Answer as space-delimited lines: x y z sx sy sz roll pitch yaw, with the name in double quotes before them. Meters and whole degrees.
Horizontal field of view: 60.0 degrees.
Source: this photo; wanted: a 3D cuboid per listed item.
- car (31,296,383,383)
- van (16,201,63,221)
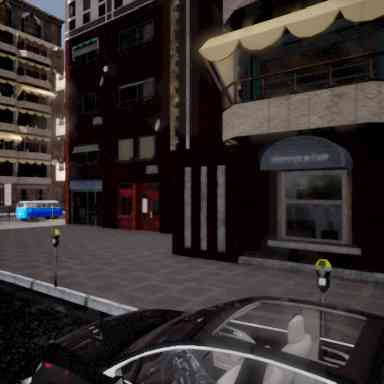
"car" 0.504 1.551 2.515 4.403 1.369 2.008 0 0 36
"van" -13.751 1.703 30.187 1.690 1.788 3.998 -1 -2 35
